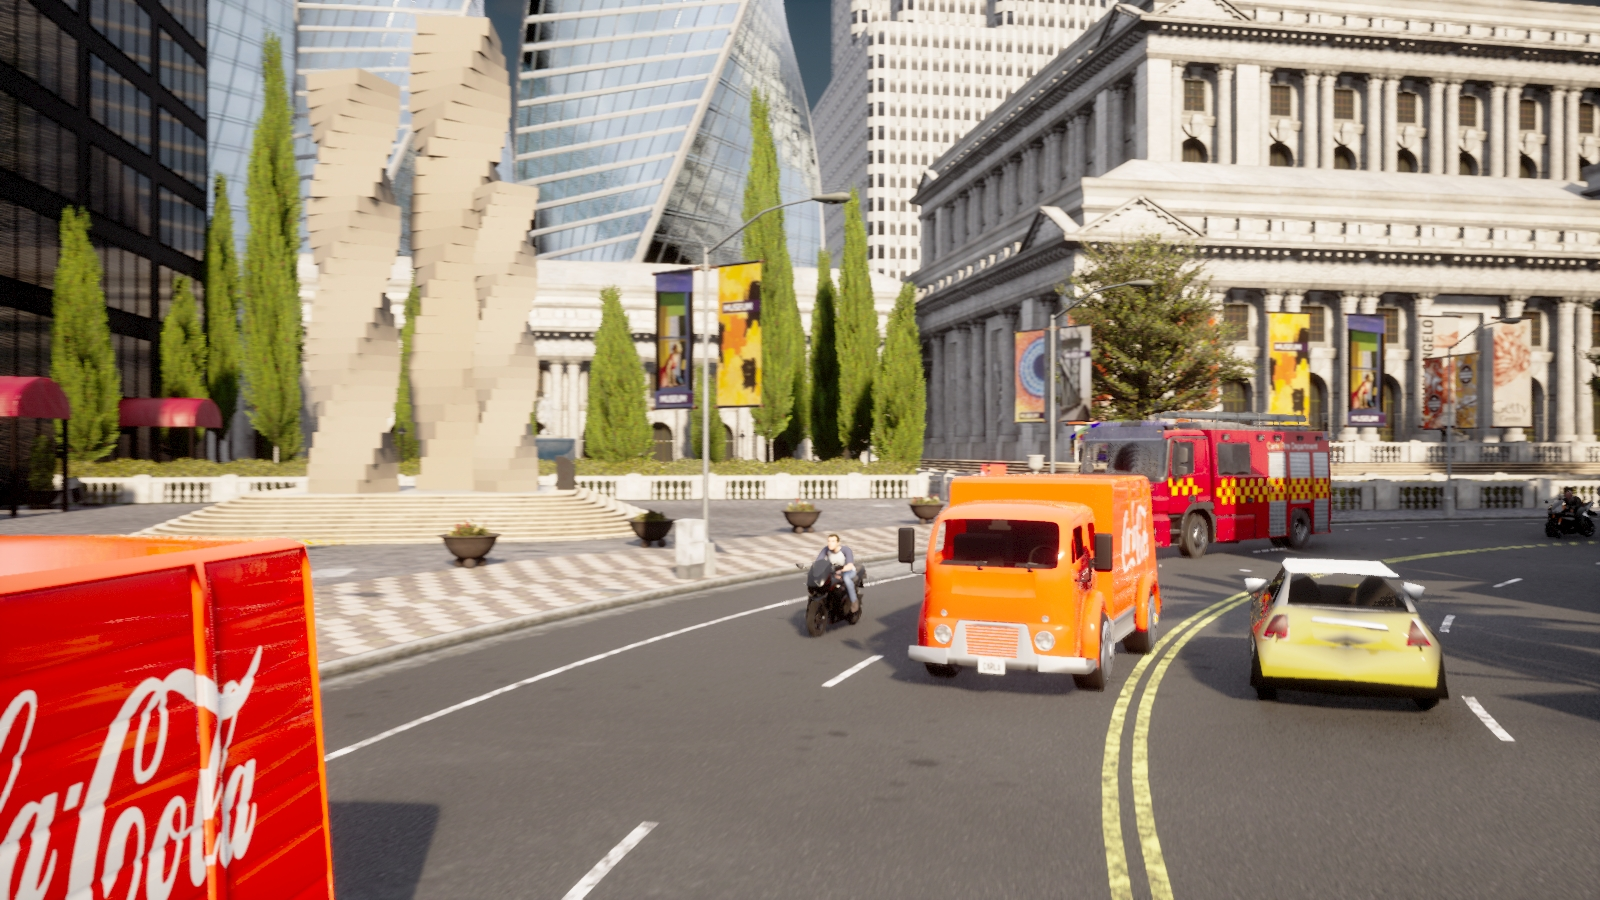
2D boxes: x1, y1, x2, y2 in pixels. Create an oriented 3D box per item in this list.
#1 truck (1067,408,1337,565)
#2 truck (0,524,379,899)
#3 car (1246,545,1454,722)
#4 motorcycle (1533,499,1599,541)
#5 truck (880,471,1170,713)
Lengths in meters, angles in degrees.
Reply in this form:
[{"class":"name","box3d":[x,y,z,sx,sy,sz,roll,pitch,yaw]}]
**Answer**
[{"class":"truck","box3d":[11.307,0.902,31.649,8.468,3.827,2.891,0,0,-38]},{"class":"truck","box3d":[-3.330,1.564,2.434,2.627,2.467,5.204,0,0,5]},{"class":"car","box3d":[6.503,2.071,13.917,1.970,1.475,3.806,0,0,21]},{"class":"motorcycle","box3d":[24.774,2.229,36.754,2.209,1.251,0.867,0,0,-22]},{"class":"truck","box3d":[3.205,1.571,15.077,2.627,2.467,5.204,0,0,24]}]
